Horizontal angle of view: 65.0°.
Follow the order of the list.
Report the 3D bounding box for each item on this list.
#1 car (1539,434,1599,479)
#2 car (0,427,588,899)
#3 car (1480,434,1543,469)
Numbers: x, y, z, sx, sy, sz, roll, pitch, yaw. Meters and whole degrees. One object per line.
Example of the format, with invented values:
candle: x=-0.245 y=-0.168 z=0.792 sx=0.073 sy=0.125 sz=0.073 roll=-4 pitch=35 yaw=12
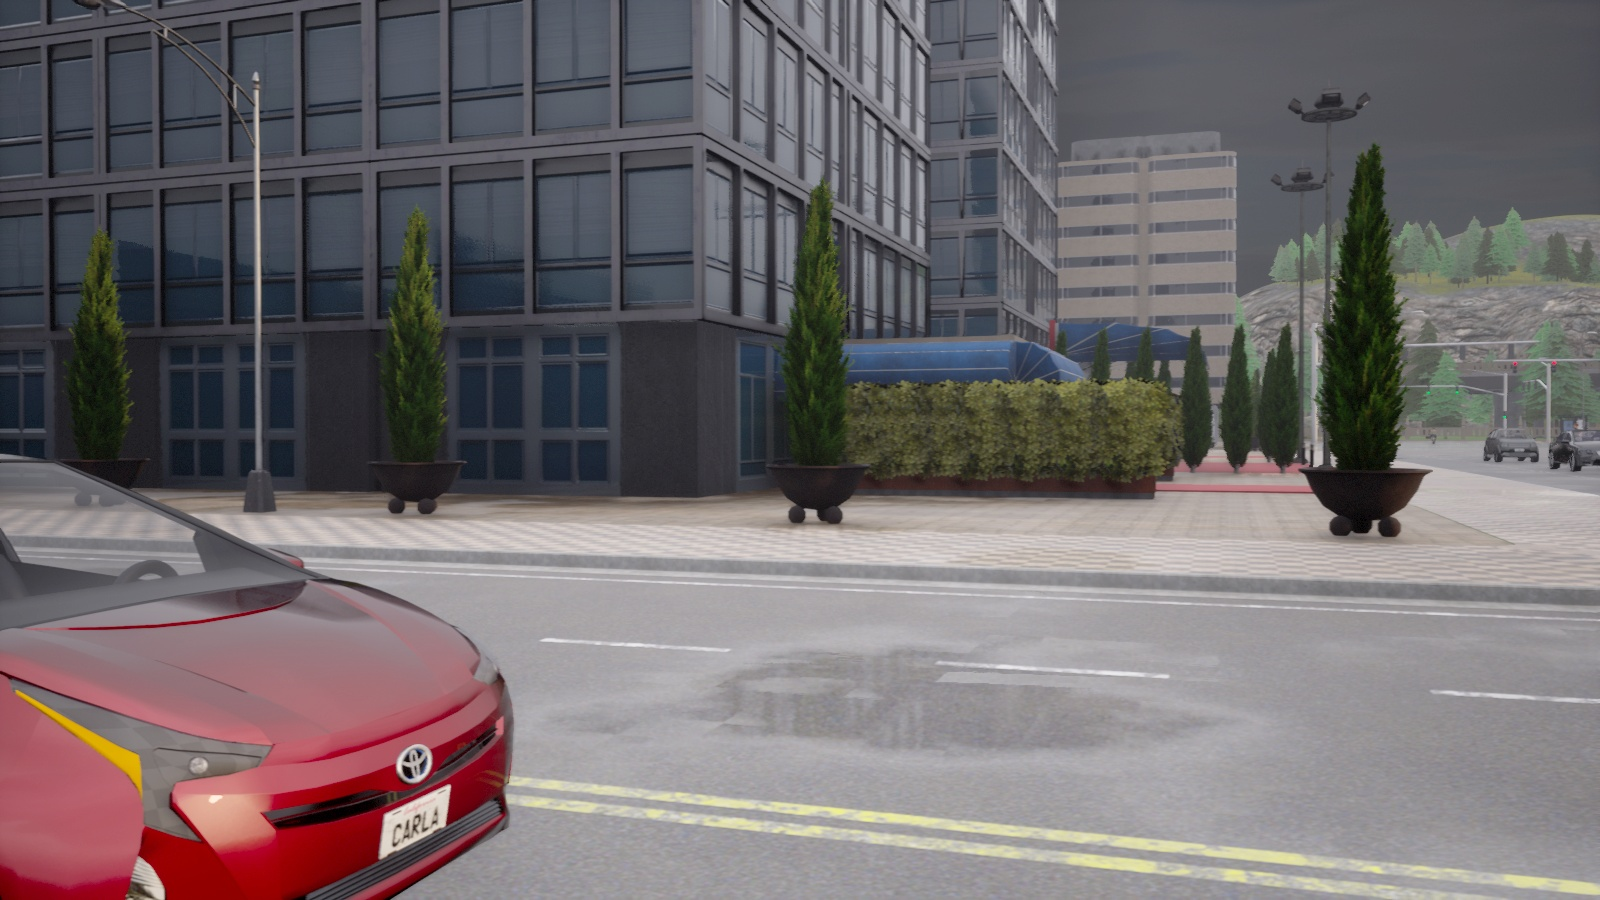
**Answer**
car: x=28.451 y=0.190 z=45.267 sx=2.128 sy=1.511 sz=4.902 roll=1 pitch=1 yaw=18
car: x=-3.220 y=0.682 z=4.277 sx=4.514 sy=1.525 sz=2.007 roll=1 pitch=1 yaw=19
car: x=32.416 y=0.035 z=57.301 sx=1.789 sy=1.549 sz=3.705 roll=1 pitch=1 yaw=18
